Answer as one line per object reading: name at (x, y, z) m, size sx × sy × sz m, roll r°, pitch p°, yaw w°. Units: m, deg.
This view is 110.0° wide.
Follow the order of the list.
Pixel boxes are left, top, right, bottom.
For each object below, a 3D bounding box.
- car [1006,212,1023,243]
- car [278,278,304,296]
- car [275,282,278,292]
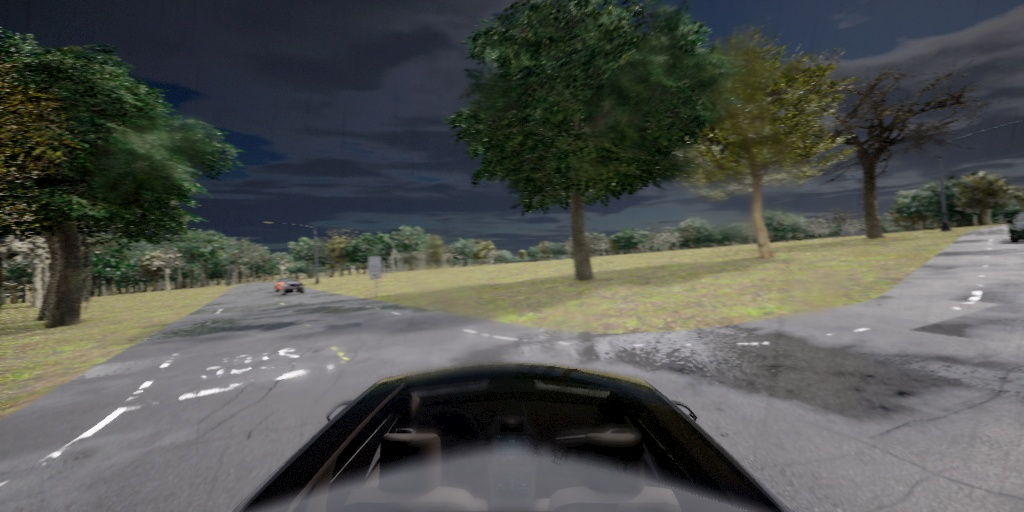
car at (29.308, -1.766, 19.902) m, size 4.553 × 1.767 × 2.097 m, roll -6°, pitch 1°, yaw -37°
car at (-23.610, 3.397, 38.580) m, size 1.837 × 1.490 × 4.892 m, roll -3°, pitch -1°, yaw -36°
car at (-29.810, 3.730, 47.130) m, size 2.097 × 1.767 × 4.553 m, roll -3°, pitch -1°, yaw -36°
